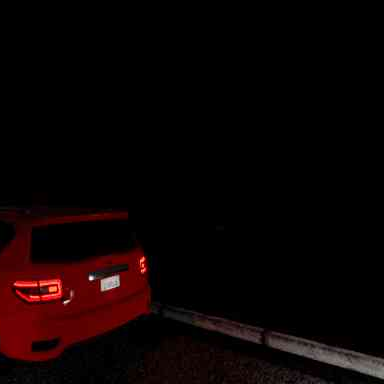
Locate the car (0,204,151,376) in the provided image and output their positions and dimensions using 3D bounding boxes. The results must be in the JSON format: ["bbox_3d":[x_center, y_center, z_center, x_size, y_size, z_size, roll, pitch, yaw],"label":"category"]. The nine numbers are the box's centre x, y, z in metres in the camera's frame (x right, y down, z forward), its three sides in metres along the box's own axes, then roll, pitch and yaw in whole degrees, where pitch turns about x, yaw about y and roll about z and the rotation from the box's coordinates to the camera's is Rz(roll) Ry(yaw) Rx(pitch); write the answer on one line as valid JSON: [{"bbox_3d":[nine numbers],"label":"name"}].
[{"bbox_3d":[-3.215,1.229,5.670,5.566,2.045,2.150,0,0,35],"label":"car"}]
